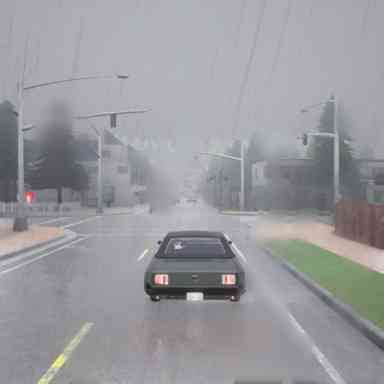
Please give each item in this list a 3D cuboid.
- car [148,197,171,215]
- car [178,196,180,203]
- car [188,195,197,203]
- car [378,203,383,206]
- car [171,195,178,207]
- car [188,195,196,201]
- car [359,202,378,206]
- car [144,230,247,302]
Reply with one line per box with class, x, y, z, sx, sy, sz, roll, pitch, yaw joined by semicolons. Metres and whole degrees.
car;-3.421;1.505;34.686;1.837;1.490;4.892;0;0;-3
car;-3.515;1.351;66.461;2.097;1.767;4.553;0;0;1
car;0.018;1.595;71.456;1.895;1.301;4.718;0;0;0
car;17.596;1.458;25.862;5.008;1.535;1.882;0;0;-9
car;-3.584;1.563;50.539;1.994;1.385;4.181;0;0;0
car;0.017;1.478;81.492;1.882;1.535;5.008;0;0;0
car;15.305;1.582;29.288;4.718;1.301;1.895;0;0;-8
car;0.070;1.601;8.225;1.895;1.301;4.718;0;0;0
